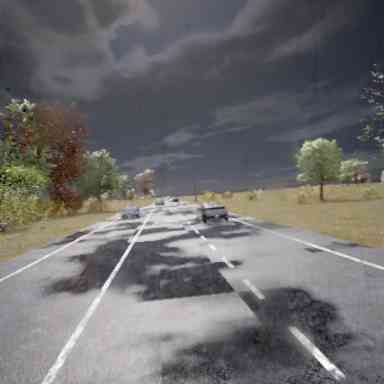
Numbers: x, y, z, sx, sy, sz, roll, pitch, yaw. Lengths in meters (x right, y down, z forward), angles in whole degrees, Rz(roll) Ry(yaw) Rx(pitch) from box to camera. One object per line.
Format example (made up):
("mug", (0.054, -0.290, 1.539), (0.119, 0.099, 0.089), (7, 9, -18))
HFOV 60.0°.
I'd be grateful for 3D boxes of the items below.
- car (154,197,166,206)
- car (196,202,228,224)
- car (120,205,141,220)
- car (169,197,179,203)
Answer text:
("car", (-7.593, 2.434, 77.169), (1.812, 1.442, 4.674), (-4, 0, 2))
("car", (1.479, 1.491, 25.302), (2.128, 1.511, 4.902), (-4, 0, -5))
("car", (-6.534, 2.175, 35.911), (1.812, 1.442, 4.674), (-4, 0, -6))
("car", (-4.684, 2.267, 93.870), (1.837, 1.490, 4.892), (-4, 0, -5))
